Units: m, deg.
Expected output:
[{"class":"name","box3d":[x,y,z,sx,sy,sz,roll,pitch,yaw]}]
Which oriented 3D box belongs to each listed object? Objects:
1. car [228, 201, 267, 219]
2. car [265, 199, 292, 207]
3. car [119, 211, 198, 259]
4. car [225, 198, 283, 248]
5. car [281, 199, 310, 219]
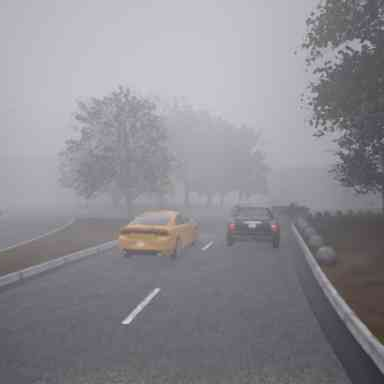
[{"class":"car","box3d":[5.246,1.627,30.757,1.837,1.490,4.892,-1,-1,31]},{"class":"car","box3d":[16.691,2.132,64.321,1.882,1.535,5.008,1,-1,-36]},{"class":"car","box3d":[-1.061,1.455,12.641,1.882,1.535,5.008,0,0,12]},{"class":"car","box3d":[2.839,1.343,15.086,2.097,1.767,4.553,0,0,13]},{"class":"car","box3d":[9.359,1.634,31.209,1.882,1.535,5.008,-1,-2,41]}]
